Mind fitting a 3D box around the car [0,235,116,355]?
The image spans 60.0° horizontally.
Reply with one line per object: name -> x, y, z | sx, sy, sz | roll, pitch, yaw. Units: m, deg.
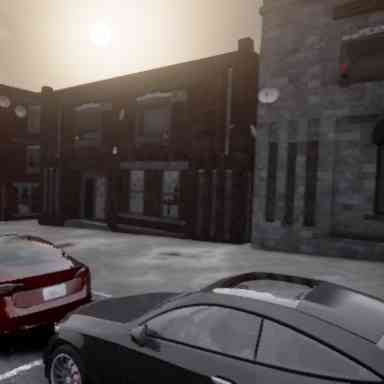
car -> -3.964, 1.570, 6.374 | 4.792, 1.488, 2.163 | -1, 0, 36
